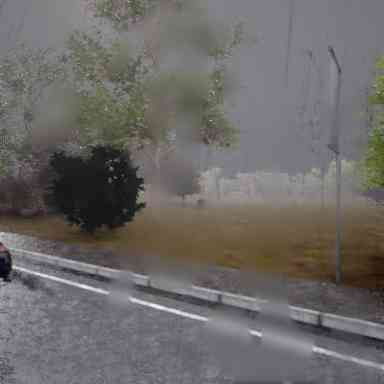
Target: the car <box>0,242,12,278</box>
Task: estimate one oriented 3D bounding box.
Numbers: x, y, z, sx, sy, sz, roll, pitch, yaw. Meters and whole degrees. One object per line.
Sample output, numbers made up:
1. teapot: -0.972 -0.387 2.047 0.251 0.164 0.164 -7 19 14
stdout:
1. car: -6.664 1.566 8.968 4.181 1.385 1.994 0 0 37
